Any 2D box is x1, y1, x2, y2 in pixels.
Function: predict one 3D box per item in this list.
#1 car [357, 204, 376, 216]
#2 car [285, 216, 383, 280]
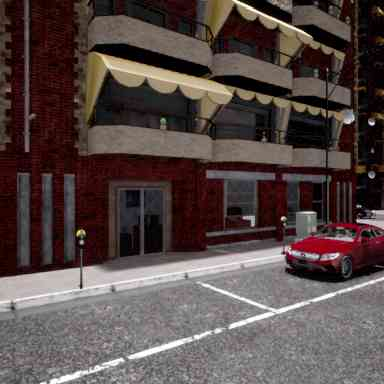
[{"bbox_3d":[15.537,1.806,32.935,2.128,1.511,4.902,0,-1,-36],"label":"car"},{"bbox_3d":[4.594,1.582,9.888,4.206,1.307,1.802,0,0,-35],"label":"car"}]
